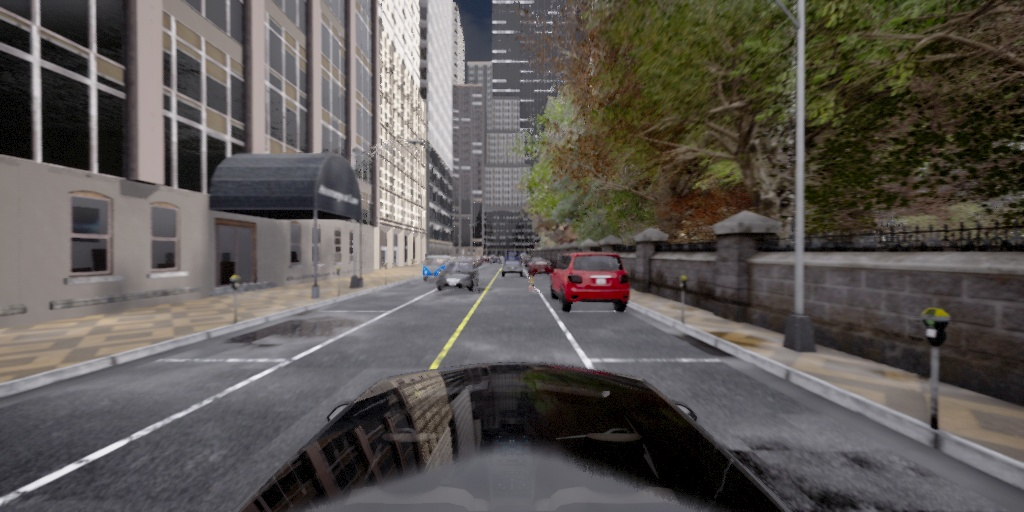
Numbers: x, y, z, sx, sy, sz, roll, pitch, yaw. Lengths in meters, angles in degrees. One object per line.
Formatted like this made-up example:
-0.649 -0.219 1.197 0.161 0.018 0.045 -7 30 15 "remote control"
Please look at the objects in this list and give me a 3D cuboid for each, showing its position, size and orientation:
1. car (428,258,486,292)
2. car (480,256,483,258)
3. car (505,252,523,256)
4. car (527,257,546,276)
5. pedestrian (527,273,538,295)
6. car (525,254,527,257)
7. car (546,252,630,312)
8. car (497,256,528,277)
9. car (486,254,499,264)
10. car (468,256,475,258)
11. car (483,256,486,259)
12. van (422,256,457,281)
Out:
-2.843 1.063 19.707 2.128 1.511 4.902 0 1 0 "car"
-5.307 0.809 47.974 1.751 1.417 4.829 0 0 0 "car"
0.035 0.524 46.530 2.150 2.045 5.566 0 1 0 "car"
2.571 0.998 31.503 1.888 1.381 4.507 0 0 0 "car"
0.981 1.272 17.024 0.500 1.100 0.500 0 1 0 "pedestrian"
2.572 0.836 37.048 1.967 1.591 4.097 0 0 0 "car"
2.752 0.855 13.765 2.150 2.045 5.566 0 1 0 "car"
0.039 1.005 31.054 2.033 1.411 5.357 0 1 0 "car"
-2.765 0.722 60.502 1.994 1.385 4.181 0 1 1 "car"
-5.309 0.837 37.055 1.967 1.591 4.097 0 0 0 "car"
-5.305 0.808 53.689 1.802 1.307 4.207 0 0 0 "car"
-5.311 0.850 25.965 1.690 1.789 3.998 0 0 0 "van"
